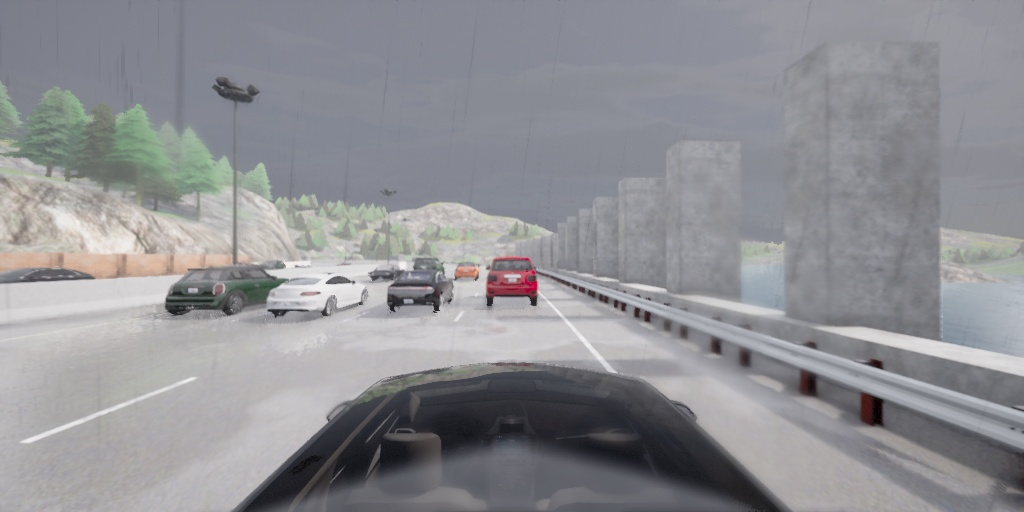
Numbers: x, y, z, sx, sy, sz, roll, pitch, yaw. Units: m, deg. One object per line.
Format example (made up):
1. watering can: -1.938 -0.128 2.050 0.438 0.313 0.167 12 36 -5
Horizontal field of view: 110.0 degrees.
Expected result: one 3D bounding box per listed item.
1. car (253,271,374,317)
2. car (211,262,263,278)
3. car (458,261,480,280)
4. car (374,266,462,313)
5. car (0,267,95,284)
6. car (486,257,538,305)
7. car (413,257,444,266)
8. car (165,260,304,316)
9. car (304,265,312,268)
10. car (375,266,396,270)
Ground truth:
1. car: -6.994 1.342 13.323 1.812 1.442 4.674 0 0 -1
2. car: -29.185 1.451 38.310 2.128 1.511 4.902 0 0 -5
3. car: -4.099 1.282 33.259 2.097 1.767 4.553 0 0 -3
4. car: -3.501 1.314 14.420 2.128 1.511 4.902 0 0 -1
5. car: -24.776 1.352 18.474 1.837 1.490 4.892 0 -1 -1
6. car: -0.039 1.057 16.687 2.150 2.045 5.566 0 0 -1
7. car: -7.553 1.149 32.722 2.150 2.045 5.566 0 0 -3
8. car: -10.496 1.171 13.889 2.097 1.767 4.553 0 0 -1
9. car: -22.046 1.552 36.875 1.895 1.301 4.718 0 0 -4
10. car: -11.019 1.524 31.975 1.895 1.301 4.718 0 0 -3
